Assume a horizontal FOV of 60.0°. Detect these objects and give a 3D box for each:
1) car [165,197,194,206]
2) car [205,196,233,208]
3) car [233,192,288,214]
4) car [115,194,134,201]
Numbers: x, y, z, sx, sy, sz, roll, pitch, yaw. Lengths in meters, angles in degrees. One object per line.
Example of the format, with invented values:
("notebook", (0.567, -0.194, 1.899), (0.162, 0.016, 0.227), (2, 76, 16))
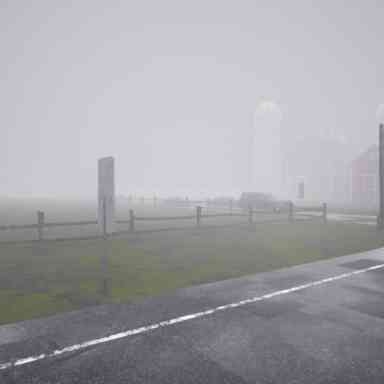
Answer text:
("car", (-1.681, 1.261, 44.649), (1.895, 1.301, 4.718), (-1, 1, -36))
("car", (3.847, 1.235, 42.030), (2.033, 1.411, 5.357), (-1, 1, -36))
("car", (6.994, 1.021, 32.589), (2.150, 2.045, 5.566), (-1, 1, -36))
("car", (-12.370, 1.029, 59.639), (2.033, 1.411, 5.357), (-1, 1, -35))
